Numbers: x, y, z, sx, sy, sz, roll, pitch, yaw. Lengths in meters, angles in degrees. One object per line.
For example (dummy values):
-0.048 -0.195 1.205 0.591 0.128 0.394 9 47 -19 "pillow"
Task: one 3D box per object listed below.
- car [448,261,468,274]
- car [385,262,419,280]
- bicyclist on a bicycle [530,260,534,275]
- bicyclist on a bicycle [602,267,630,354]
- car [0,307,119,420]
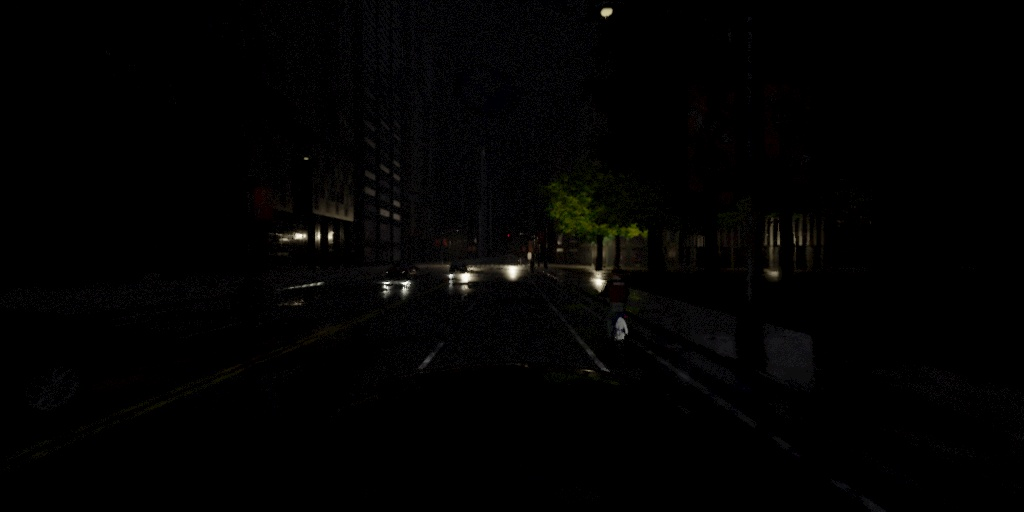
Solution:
-6.571 1.383 44.389 1.812 1.442 4.674 0 0 0 "car"
-9.834 1.296 32.414 1.882 1.535 5.008 0 0 0 "car"
2.268 1.296 40.270 0.582 1.620 1.656 0 0 0 "bicyclist on a bicycle"
2.252 1.134 7.944 0.659 1.776 1.843 0 0 0 "bicyclist on a bicycle"
-6.599 1.257 3.069 1.837 1.490 4.892 0 0 0 "car"
